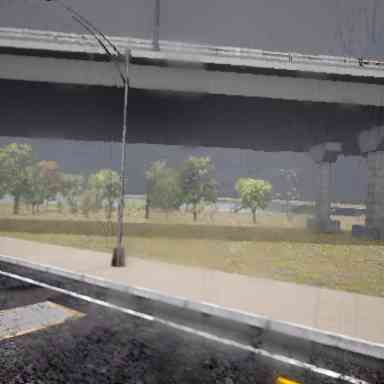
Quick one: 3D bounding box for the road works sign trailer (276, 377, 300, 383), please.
[{"bbox_3d":[2.067,0.608,2.579,2.880,3.560,2.380,0,-3,34],"label":"road works sign trailer"}]
